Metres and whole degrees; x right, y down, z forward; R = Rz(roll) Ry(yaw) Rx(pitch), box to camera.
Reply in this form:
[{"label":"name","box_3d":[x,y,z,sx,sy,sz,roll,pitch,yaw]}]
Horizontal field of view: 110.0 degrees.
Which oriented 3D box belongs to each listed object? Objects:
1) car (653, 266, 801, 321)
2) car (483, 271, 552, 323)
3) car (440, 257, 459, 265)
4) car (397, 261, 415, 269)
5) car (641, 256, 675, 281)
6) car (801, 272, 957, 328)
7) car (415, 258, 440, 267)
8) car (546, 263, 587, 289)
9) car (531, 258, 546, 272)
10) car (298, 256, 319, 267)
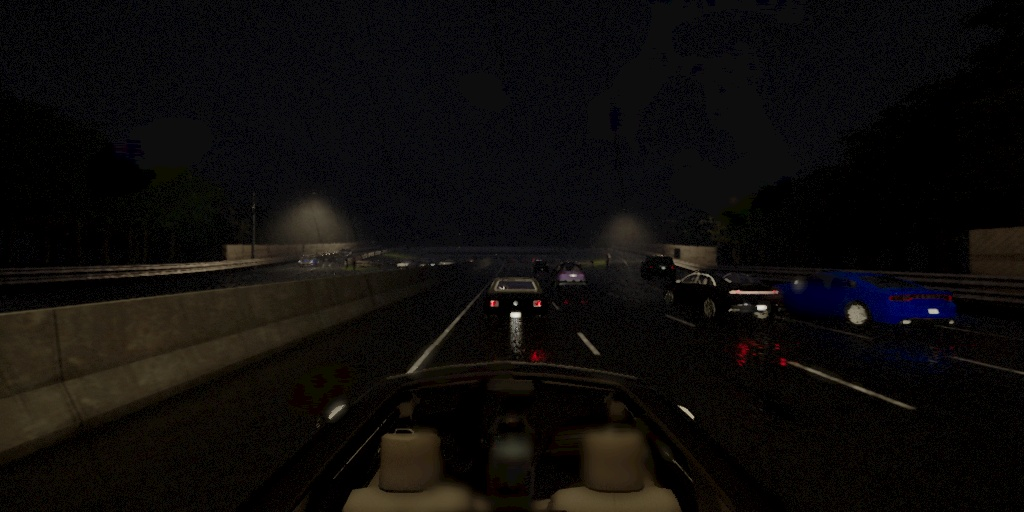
[{"label":"car","box_3d":[7.111,1.270,12.670,2.128,1.511,4.902,0,0,0]},{"label":"car","box_3d":[0.110,1.377,12.310,1.895,1.301,4.718,0,0,0]},{"label":"car","box_3d":[-10.600,1.391,60.757,1.812,1.442,4.674,0,0,0]},{"label":"car","box_3d":[-17.594,1.467,59.798,1.895,1.301,4.718,0,0,0]},{"label":"car","box_3d":[12.636,1.062,31.170,2.150,2.045,5.566,1,0,12]},{"label":"car","box_3d":[10.629,1.254,11.507,1.882,1.535,5.008,0,0,0]},{"label":"car","box_3d":[-14.102,1.359,59.854,2.128,1.511,4.902,0,0,0]},{"label":"car","box_3d":[3.625,1.234,23.493,2.033,1.649,4.856,0,0,0]},{"label":"car","box_3d":[3.603,1.364,45.626,1.837,1.490,4.892,0,0,0]},{"label":"car","box_3d":[-31.508,0.772,55.611,2.097,1.767,4.553,0,1,-18]}]
